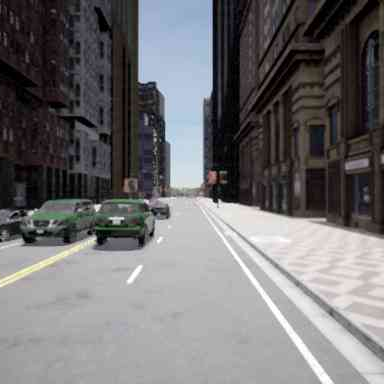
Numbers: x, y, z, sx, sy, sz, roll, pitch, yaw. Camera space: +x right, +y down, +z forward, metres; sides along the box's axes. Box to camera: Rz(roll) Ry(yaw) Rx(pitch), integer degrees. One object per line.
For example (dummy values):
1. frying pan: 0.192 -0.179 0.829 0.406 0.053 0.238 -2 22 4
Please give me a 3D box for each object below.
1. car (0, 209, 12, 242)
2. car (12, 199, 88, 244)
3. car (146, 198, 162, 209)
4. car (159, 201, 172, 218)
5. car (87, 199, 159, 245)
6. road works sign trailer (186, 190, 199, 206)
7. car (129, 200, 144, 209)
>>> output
1. car: -9.846 1.679 17.397 1.837 1.490 4.892 0 -1 0
2. car: -6.596 1.394 17.197 2.150 2.045 5.566 0 -1 0
3. car: -6.540 1.940 57.522 2.097 1.767 4.553 0 -1 1
4. car: -3.143 1.849 34.025 1.837 1.490 4.892 0 -1 0
5. car: -3.148 1.387 16.537 2.150 2.045 5.566 0 -1 0
6. road works sign trailer: 0.017 1.202 71.017 2.380 3.560 2.880 0 -1 0
7. car: -9.785 2.165 58.686 1.994 1.385 4.181 0 -1 1
